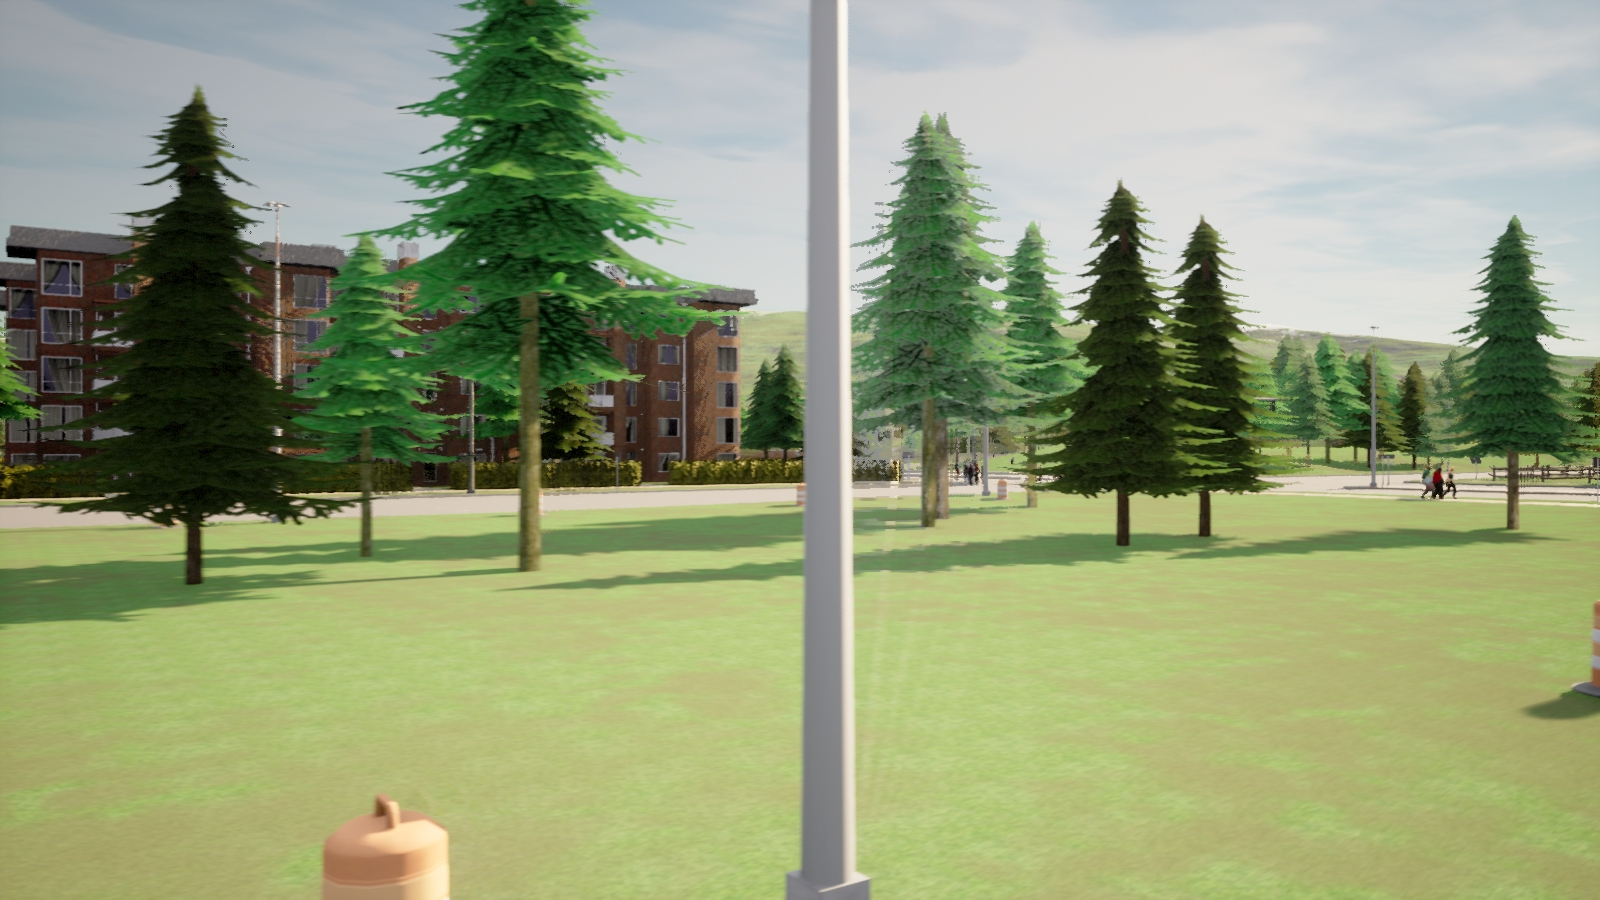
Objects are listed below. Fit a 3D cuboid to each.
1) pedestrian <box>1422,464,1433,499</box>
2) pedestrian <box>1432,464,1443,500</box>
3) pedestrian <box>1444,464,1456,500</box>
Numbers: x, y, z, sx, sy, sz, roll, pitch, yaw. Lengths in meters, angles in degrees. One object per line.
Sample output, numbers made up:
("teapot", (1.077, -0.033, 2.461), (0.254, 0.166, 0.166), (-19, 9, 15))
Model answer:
("pedestrian", (33.815, 1.697, 61.563), (0.375, 1.860, 0.375), (0, 0, -28))
("pedestrian", (33.713, 1.696, 60.435), (0.375, 1.860, 0.375), (0, 0, -30))
("pedestrian", (34.423, 1.696, 60.500), (0.375, 1.860, 0.375), (0, 0, -29))
